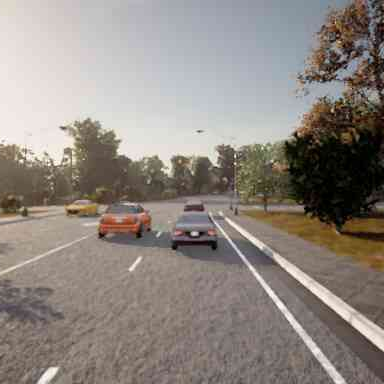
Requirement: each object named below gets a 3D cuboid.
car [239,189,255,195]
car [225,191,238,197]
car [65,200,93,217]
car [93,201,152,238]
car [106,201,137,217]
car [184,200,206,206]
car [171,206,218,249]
[{"bbox_3d":[15.502,0.489,93.527,1.895,1.301,4.718,0,3,30],"label":"car"},{"bbox_3d":[11.990,0.443,94.422,2.128,1.511,4.902,0,3,30],"label":"car"},{"bbox_3d":[-10.403,1.517,31.712,1.882,1.535,5.008,0,0,2],"label":"car"},{"bbox_3d":[-3.404,1.348,17.610,2.097,1.767,4.553,0,0,0],"label":"car"},{"bbox_3d":[-6.867,1.608,32.889,1.994,1.385,4.181,0,0,2],"label":"car"},{"bbox_3d":[0.272,1.517,31.798,1.882,1.535,5.008,0,-1,2],"label":"car"},{"bbox_3d":[0.093,1.539,14.402,2.033,1.411,5.357,0,0,0],"label":"car"}]
